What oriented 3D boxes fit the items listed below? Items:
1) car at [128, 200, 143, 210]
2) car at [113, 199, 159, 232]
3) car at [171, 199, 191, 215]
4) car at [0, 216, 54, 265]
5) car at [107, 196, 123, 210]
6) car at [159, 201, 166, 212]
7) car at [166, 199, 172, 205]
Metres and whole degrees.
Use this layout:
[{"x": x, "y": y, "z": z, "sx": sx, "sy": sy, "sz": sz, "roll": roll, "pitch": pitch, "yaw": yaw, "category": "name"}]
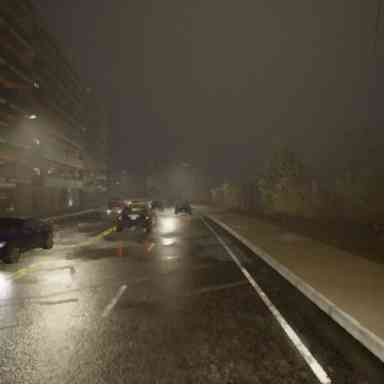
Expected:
[{"x": -8.814, "y": 1.996, "z": 52.480, "sx": 1.882, "sy": 1.535, "sz": 5.008, "roll": 0, "pitch": -1, "yaw": -5, "category": "car"}, {"x": -3.514, "y": 1.572, "z": 21.792, "sx": 2.097, "sy": 1.767, "sz": 4.553, "roll": 0, "pitch": -1, "yaw": -2, "category": "car"}, {"x": -1.110, "y": 1.875, "z": 39.550, "sx": 2.128, "sy": 1.511, "sz": 4.902, "roll": 0, "pitch": 0, "yaw": -4, "category": "car"}, {"x": -6.739, "y": 1.661, "z": 12.420, "sx": 1.812, "sy": 1.442, "sz": 4.674, "roll": 0, "pitch": -1, "yaw": -1, "category": "car"}, {"x": -12.136, "y": 1.748, "z": 53.337, "sx": 2.150, "sy": 2.045, "sz": 5.566, "roll": 0, "pitch": 0, "yaw": -5, "category": "car"}, {"x": -4.881, "y": 1.962, "z": 46.640, "sx": 1.837, "sy": 1.490, "sz": 4.892, "roll": 0, "pitch": 0, "yaw": -5, "category": "car"}, {"x": -5.157, "y": 2.280, "z": 77.609, "sx": 1.994, "sy": 1.385, "sz": 4.181, "roll": 0, "pitch": 0, "yaw": -8, "category": "car"}]
